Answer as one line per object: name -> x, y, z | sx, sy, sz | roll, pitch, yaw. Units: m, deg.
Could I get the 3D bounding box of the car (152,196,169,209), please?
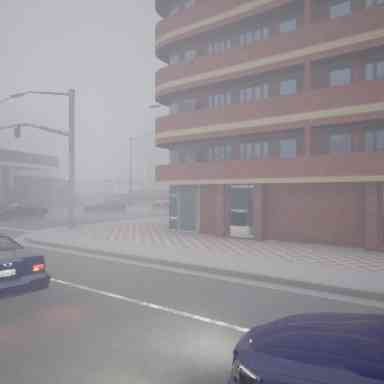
car -> -3.298, 1.352, 44.450 | 2.097, 1.767, 4.553 | 0, 0, 35

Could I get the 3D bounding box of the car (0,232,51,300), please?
car -> -5.380, 1.547, 7.717 | 5.357, 1.411, 2.033 | 0, 0, 38

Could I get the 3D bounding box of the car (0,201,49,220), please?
car -> -14.478, 1.526, 28.007 | 1.812, 1.442, 4.674 | 0, 0, 34

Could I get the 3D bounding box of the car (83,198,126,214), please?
car -> -9.293, 1.478, 35.649 | 1.882, 1.535, 5.008 | 0, 0, 34

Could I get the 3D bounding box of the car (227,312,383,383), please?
car -> 2.476, 1.526, 2.225 | 4.674, 1.442, 1.812 | 0, 0, 35
